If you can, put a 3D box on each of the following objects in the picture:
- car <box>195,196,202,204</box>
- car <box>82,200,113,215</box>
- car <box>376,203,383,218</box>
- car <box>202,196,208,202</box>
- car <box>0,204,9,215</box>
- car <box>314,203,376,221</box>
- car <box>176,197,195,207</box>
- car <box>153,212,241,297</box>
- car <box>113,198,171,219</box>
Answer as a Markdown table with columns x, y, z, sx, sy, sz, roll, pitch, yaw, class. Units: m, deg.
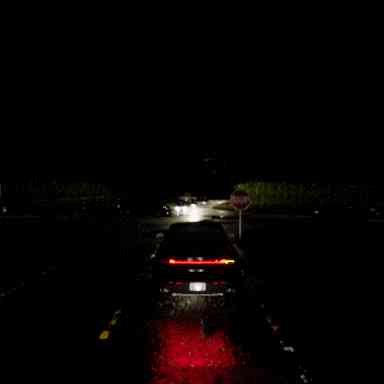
| x | y | z | sx | sy | sz | roll | pitch | yaw | class |
| --- | --- | --- | --- | --- | --- | --- | --- | --- | --- |
| 0.049 | 1.581 | 61.069 | 1.895 | 1.301 | 4.718 | 0 | 0 | 10 | car |
| -7.917 | 1.483 | 32.608 | 5.357 | 1.411 | 2.033 | 0 | 0 | 3 | car |
| 18.485 | 1.599 | 30.580 | 4.902 | 1.511 | 2.128 | 0 | 0 | 5 | car |
| 2.292 | 1.545 | 72.516 | 1.994 | 1.385 | 4.181 | 0 | 0 | 12 | car |
| -18.888 | 1.344 | 29.493 | 4.902 | 1.511 | 2.128 | 0 | 0 | 4 | car |
| 12.167 | 1.625 | 27.093 | 4.181 | 1.385 | 1.994 | 0 | 0 | -2 | car |
| -1.284 | 1.470 | 51.474 | 2.128 | 1.511 | 4.902 | 0 | 0 | 7 | car |
| 0.097 | 1.498 | 8.557 | 1.837 | 1.490 | 4.892 | 0 | 0 | 0 | car |
| -4.061 | 1.307 | 28.646 | 4.553 | 1.767 | 2.097 | 0 | 0 | 3 | car |
